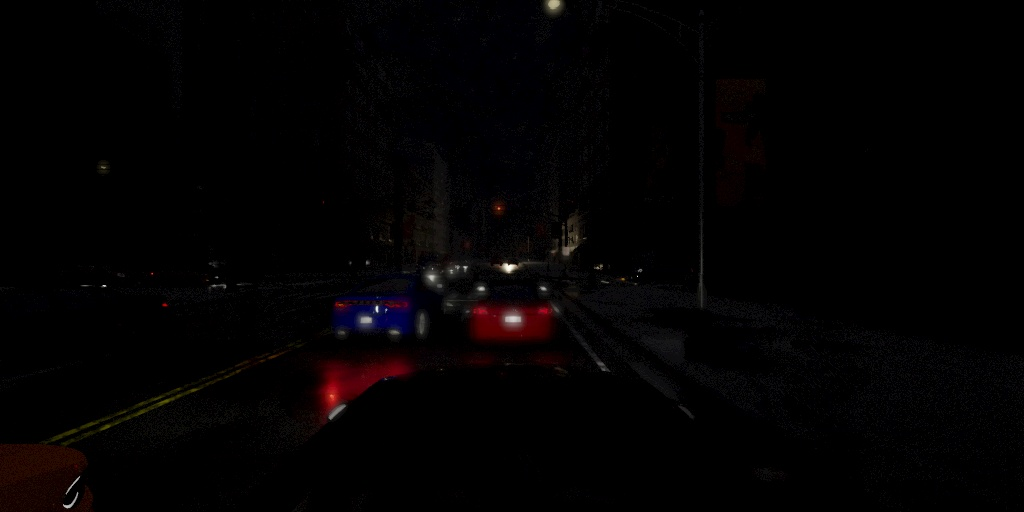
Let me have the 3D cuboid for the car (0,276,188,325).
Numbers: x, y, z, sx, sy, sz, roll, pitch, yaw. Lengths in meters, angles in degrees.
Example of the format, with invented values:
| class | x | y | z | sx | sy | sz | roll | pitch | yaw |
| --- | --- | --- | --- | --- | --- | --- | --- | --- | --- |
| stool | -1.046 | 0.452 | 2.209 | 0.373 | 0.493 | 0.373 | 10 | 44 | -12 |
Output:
| class | x | y | z | sx | sy | sz | roll | pitch | yaw |
| --- | --- | --- | --- | --- | --- | --- | --- | --- | --- |
| car | -9.836 | 1.298 | 6.987 | 2.033 | 1.411 | 5.357 | 0 | 0 | 0 |

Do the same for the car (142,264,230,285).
| class | x | y | z | sx | sy | sz | roll | pitch | yaw |
| --- | --- | --- | --- | --- | --- | --- | --- | --- | --- |
| car | -22.526 | 1.308 | 24.991 | 4.181 | 1.385 | 1.994 | 0 | 0 | 1 |

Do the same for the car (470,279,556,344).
| class | x | y | z | sx | sy | sz | roll | pitch | yaw |
| --- | --- | --- | --- | --- | --- | --- | --- | --- | --- |
| car | 0.028 | 1.314 | 9.623 | 1.994 | 1.385 | 4.181 | 0 | 0 | 0 |

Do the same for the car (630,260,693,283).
| class | x | y | z | sx | sy | sz | roll | pitch | yaw |
| --- | --- | --- | --- | --- | --- | --- | --- | --- | --- |
| car | 11.629 | 1.140 | 28.037 | 4.553 | 1.767 | 2.097 | 0 | 0 | 2 |

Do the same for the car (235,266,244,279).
| class | x | y | z | sx | sy | sz | roll | pitch | yaw |
| --- | --- | --- | --- | --- | --- | --- | --- | --- | --- |
| car | -25.286 | 1.330 | 30.497 | 4.313 | 1.339 | 1.948 | 0 | 0 | 0 |

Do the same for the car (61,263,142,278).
| class | x | y | z | sx | sy | sz | roll | pitch | yaw |
| --- | --- | --- | --- | --- | --- | --- | --- | --- | --- |
| car | -25.353 | 1.172 | 22.473 | 4.097 | 1.591 | 1.967 | 0 | 0 | 0 |

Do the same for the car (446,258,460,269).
| class | x | y | z | sx | sy | sz | roll | pitch | yaw |
| --- | --- | --- | --- | --- | --- | --- | --- | --- | --- |
| car | -9.676 | 1.098 | 54.370 | 2.097 | 1.767 | 4.553 | 0 | 0 | 0 |

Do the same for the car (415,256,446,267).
| class | x | y | z | sx | sy | sz | roll | pitch | yaw |
| --- | --- | --- | --- | --- | --- | --- | --- | --- | --- |
| car | -9.716 | 0.970 | 42.344 | 2.150 | 2.045 | 5.566 | 0 | 0 | 0 |

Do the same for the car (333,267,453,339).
| class | x | y | z | sx | sy | sz | roll | pitch | yaw |
| --- | --- | --- | --- | --- | --- | --- | --- | --- | --- |
| car | -3.123 | 1.228 | 10.151 | 1.882 | 1.535 | 5.008 | 0 | 0 | 0 |
